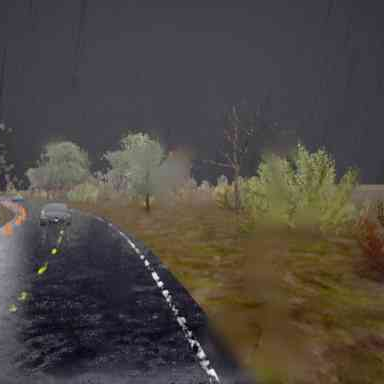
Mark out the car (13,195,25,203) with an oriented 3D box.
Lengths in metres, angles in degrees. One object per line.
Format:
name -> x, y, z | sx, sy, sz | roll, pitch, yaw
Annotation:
car -> -35.534, 1.430, 68.218 | 1.882, 1.535, 5.008 | 0, 0, -33

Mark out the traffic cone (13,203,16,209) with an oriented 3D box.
traffic cone -> -23.221, 1.916, 43.993 | 0.340, 0.580, 0.340 | 0, 0, -32

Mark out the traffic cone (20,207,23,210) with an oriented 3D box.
traffic cone -> -15.772, 1.920, 31.236 | 0.340, 0.580, 0.340 | 0, 0, -27

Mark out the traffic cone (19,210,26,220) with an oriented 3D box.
traffic cone -> -13.622, 1.924, 26.840 | 0.340, 0.580, 0.340 | 0, 0, -25

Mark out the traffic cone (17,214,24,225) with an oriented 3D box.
traffic cone -> -11.647, 1.928, 22.363 | 0.340, 0.580, 0.340 | 0, 0, -23

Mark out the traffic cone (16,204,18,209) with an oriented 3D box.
traffic cone -> -20.584, 1.917, 39.755 | 0.340, 0.580, 0.340 | 0, 0, -32

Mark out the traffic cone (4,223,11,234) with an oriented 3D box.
traffic cone -> -9.850, 1.933, 17.812 | 0.340, 0.580, 0.340 | 0, 0, -20

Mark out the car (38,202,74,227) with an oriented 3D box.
car -> -9.291, 1.473, 22.727 | 1.837, 1.490, 4.892 | 0, 0, -23

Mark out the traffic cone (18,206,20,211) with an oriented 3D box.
traffic cone -> -18.094, 1.918, 35.543 | 0.340, 0.580, 0.340 | 0, 0, -29
